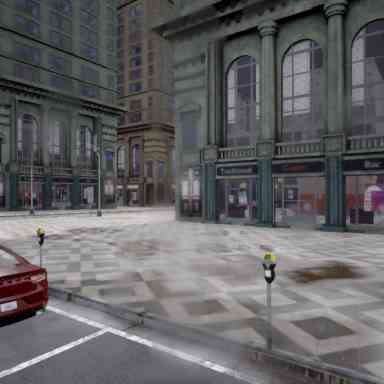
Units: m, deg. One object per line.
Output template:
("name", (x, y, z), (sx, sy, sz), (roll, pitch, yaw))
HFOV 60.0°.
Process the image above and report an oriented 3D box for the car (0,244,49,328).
("car", (-4.501, 1.545, 6.182), (4.507, 1.381, 1.887), (0, 0, 35))
